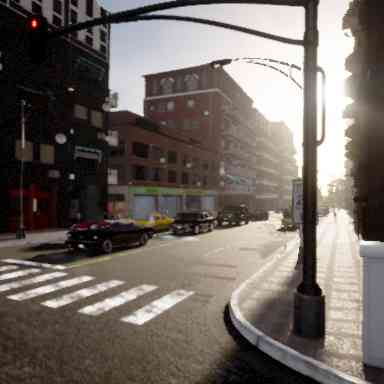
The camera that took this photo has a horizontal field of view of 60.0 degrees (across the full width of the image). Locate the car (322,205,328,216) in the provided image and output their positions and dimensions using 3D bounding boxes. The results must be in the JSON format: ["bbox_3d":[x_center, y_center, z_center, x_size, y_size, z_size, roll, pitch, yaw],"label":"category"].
[{"bbox_3d":[23.901,3.674,62.074,1.812,1.442,4.674,0,-2,24],"label":"car"}]

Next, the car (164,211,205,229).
[{"bbox_3d":[-0.556,2.399,29.271,1.947,1.339,4.313,-1,-2,24],"label":"car"}]

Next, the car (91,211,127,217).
[{"bbox_3d":[-5.121,1.923,19.221,1.967,1.590,4.097,-1,-2,24],"label":"car"}]

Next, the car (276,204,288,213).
[{"bbox_3d":[19.993,3.965,74.516,2.008,1.369,4.403,-1,-2,24],"label":"car"}]

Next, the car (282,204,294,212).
[{"bbox_3d":[24.558,4.081,84.578,2.192,1.841,5.009,-1,-2,24],"label":"car"}]

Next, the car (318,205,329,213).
[{"bbox_3d":[32.207,4.124,81.156,2.192,1.841,5.009,-1,-2,24],"label":"car"}]

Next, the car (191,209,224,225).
[{"bbox_3d":[1.658,2.529,34.145,1.752,1.417,4.829,-1,-2,24],"label":"car"}]

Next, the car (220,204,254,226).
[{"bbox_3d":[4.234,2.253,33.512,2.150,2.045,5.566,0,-2,24],"label":"car"}]

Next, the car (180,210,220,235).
[{"bbox_3d":[0.126,2.221,24.469,1.837,1.490,4.892,0,-2,24],"label":"car"}]

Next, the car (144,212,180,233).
[{"bbox_3d":[-2.909,2.178,24.090,1.752,1.417,4.829,-1,-2,24],"label":"car"}]

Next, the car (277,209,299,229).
[{"bbox_3d":[9.416,2.582,31.044,1.752,1.417,4.829,-1,-2,24],"label":"car"}]

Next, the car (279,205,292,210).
[{"bbox_3d":[14.343,3.091,48.014,2.128,1.511,4.902,0,-2,23],"label":"car"}]

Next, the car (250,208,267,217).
[{"bbox_3d":[10.860,3.294,54.406,1.802,1.307,4.206,-1,-2,24],"label":"car"}]

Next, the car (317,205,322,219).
[{"bbox_3d":[16.230,2.893,45.963,2.192,1.841,5.009,-1,-2,24],"label":"car"}]

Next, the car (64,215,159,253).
[{"bbox_3d":[-3.752,2.019,15.936,1.895,1.301,4.718,0,-2,24],"label":"car"}]

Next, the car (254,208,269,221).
[{"bbox_3d":[8.672,2.918,43.186,2.033,1.411,5.357,0,-2,25],"label":"car"}]
